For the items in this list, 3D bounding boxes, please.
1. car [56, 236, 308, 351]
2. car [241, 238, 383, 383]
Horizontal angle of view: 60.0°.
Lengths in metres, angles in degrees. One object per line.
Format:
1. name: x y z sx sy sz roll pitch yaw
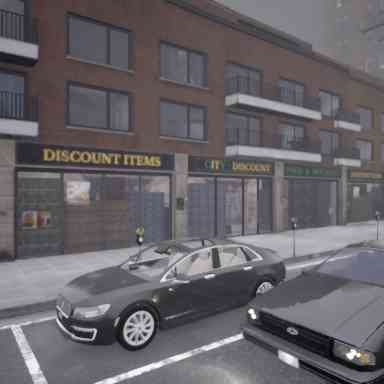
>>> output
1. car: -0.132 1.551 6.096 4.403 1.369 2.008 0 0 -36
2. car: 3.281 1.549 5.411 5.357 1.411 2.033 0 0 -36
